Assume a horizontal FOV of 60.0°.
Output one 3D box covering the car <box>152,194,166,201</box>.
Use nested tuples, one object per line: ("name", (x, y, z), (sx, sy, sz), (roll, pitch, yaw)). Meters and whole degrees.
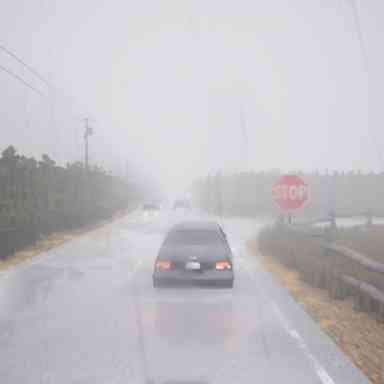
("car", (-5.538, 1.060, 50.847), (2.097, 1.767, 4.553), (0, 0, -3))

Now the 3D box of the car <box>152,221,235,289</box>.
("car", (0.120, 1.495, 9.114), (2.033, 1.411, 5.357), (0, 0, 2))

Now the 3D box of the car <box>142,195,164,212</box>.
("car", (-4.413, 1.337, 36.664), (2.033, 1.411, 5.357), (0, 0, -5))

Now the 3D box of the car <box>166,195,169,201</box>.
("car", (-5.811, 1.189, 67.297), (1.994, 1.385, 4.181), (0, 0, 2))

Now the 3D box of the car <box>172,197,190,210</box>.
("car", (-1.281, 1.299, 39.654), (1.812, 1.442, 4.674), (0, 0, -5))
